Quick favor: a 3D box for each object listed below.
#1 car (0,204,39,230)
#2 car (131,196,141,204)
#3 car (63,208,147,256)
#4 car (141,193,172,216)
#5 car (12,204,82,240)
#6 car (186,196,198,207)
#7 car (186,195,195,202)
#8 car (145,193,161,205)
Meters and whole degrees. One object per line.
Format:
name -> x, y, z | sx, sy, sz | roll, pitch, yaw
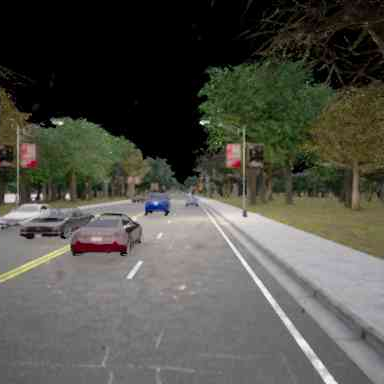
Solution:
car -> -9.849, 1.457, 20.520 | 1.812, 1.442, 4.674 | 0, 0, 0
car -> -10.000, 1.446, 62.191 | 2.033, 1.411, 5.357 | 0, 0, 0
car -> -3.143, 1.518, 12.949 | 1.994, 1.385, 4.181 | 0, 0, 0
car -> -3.183, 1.137, 31.830 | 2.150, 2.045, 5.566 | 0, 0, 0
car -> -6.595, 1.489, 16.907 | 2.033, 1.411, 5.357 | 0, 0, 0
car -> -0.034, 1.449, 50.102 | 2.033, 1.411, 5.357 | 0, 0, 0
car -> -0.352, 1.467, 72.902 | 1.994, 1.385, 4.181 | 0, 0, -1
car -> -6.745, 1.121, 58.371 | 2.150, 2.045, 5.566 | 0, 0, 0
